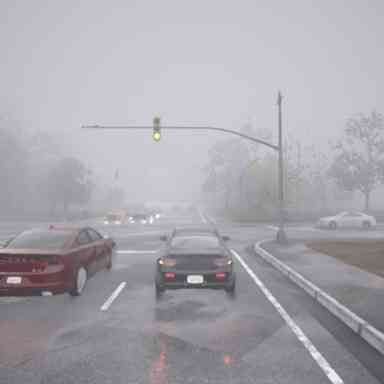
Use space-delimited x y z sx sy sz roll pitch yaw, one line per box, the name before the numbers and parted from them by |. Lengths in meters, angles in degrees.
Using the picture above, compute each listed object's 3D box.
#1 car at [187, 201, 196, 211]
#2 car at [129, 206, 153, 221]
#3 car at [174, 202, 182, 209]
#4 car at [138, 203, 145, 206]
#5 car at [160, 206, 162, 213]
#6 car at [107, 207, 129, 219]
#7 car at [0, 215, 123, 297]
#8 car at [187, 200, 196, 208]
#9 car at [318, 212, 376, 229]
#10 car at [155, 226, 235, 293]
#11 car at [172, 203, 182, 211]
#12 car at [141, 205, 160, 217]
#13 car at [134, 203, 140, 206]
car | -0.072 3.529 77.106 1.994 1.385 4.181 0 0 0
car | -7.130 3.173 47.010 1.882 1.535 5.008 0 -2 1
car | -3.682 3.480 86.720 1.812 1.442 4.674 0 0 -3
car | -10.584 3.234 66.397 2.150 2.045 5.566 0 0 0
car | -7.084 3.504 66.536 2.128 1.511 4.902 0 0 1
car | -10.641 3.169 46.877 1.882 1.535 5.008 0 -2 0
car | -3.422 1.601 8.917 1.882 1.535 5.008 0 -1 0
car | -0.174 3.147 86.842 2.097 1.767 4.553 0 0 -3
car | 13.219 2.422 28.536 4.674 1.442 1.812 0 -3 -1
car | 0.077 1.651 9.041 1.812 1.442 4.674 0 -1 0
car | -3.572 3.580 76.808 1.895 1.301 4.718 0 0 0
car | -7.138 3.421 56.480 2.128 1.511 4.902 0 -1 0
car | -10.636 3.268 55.737 2.097 1.767 4.553 0 -1 0
